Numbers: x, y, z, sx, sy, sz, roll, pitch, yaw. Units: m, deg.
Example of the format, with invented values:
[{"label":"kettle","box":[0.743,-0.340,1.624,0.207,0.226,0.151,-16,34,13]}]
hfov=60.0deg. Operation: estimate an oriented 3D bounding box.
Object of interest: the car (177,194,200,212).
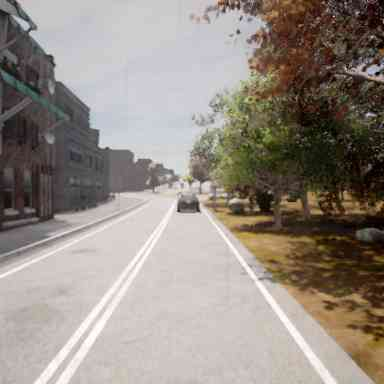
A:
[{"label":"car","box":[-0.373,0.937,32.766,2.097,1.767,4.553,0,1,-1]}]
